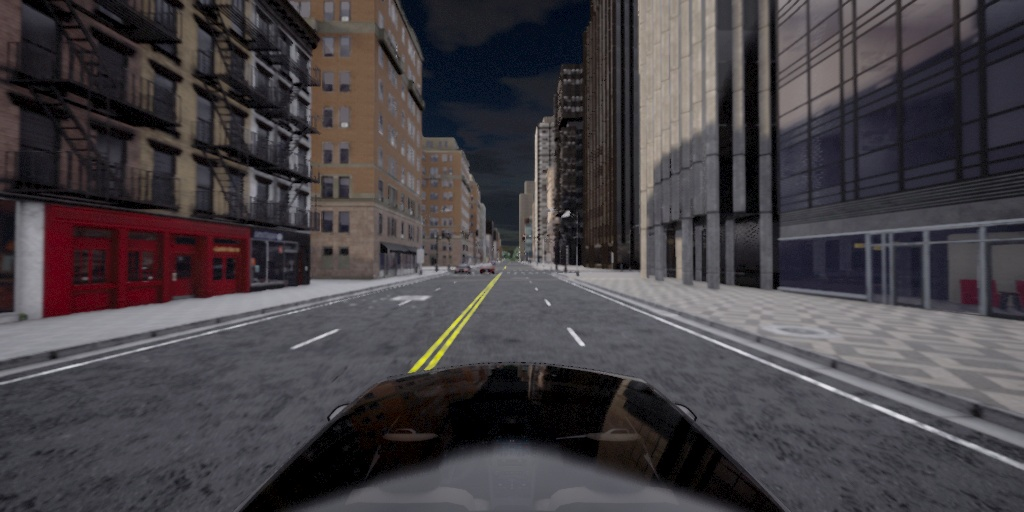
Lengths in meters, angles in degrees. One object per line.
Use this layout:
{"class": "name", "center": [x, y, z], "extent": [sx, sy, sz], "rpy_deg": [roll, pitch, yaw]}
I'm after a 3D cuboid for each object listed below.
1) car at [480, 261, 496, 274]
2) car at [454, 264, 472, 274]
{"class": "car", "center": [-3.252, 1.641, 48.161], "extent": [1.882, 1.535, 5.008], "rpy_deg": [0, -1, 0]}
{"class": "car", "center": [-6.504, 1.727, 48.154], "extent": [1.994, 1.385, 4.181], "rpy_deg": [0, -1, 0]}
